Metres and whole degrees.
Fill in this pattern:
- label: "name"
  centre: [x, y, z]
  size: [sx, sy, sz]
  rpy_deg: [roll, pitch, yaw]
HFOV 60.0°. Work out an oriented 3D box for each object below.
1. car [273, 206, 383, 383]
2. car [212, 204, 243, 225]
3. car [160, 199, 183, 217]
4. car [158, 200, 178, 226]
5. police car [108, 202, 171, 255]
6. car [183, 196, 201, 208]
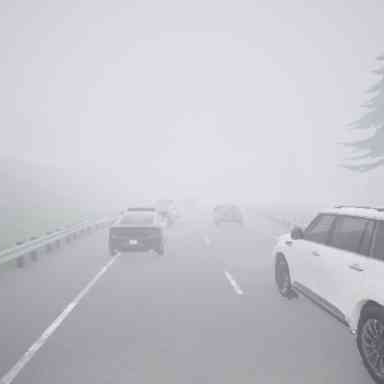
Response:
- label: "car"
  centre: [3.093, 1.230, 5.441]
  size: [2.150, 2.045, 5.566]
  rpy_deg: [0, 0, -4]
- label: "car"
  centre: [2.477, 1.576, 24.034]
  size: [2.033, 1.411, 5.357]
  rpy_deg: [0, 0, 0]
- label: "car"
  centre: [-2.158, 1.383, 29.259]
  size: [2.097, 1.767, 4.553]
  rpy_deg: [0, 0, 1]
- label: "car"
  centre: [-2.206, 1.551, 23.304]
  size: [1.812, 1.442, 4.674]
  rpy_deg: [0, 0, 0]
- label: "police car"
  centre: [-2.015, 1.439, 13.441]
  size: [1.930, 1.638, 5.238]
  rpy_deg: [0, 0, -2]
- label: "car"
  centre: [-0.247, 1.407, 48.790]
  size: [2.097, 1.767, 4.553]
  rpy_deg: [0, 0, 4]
